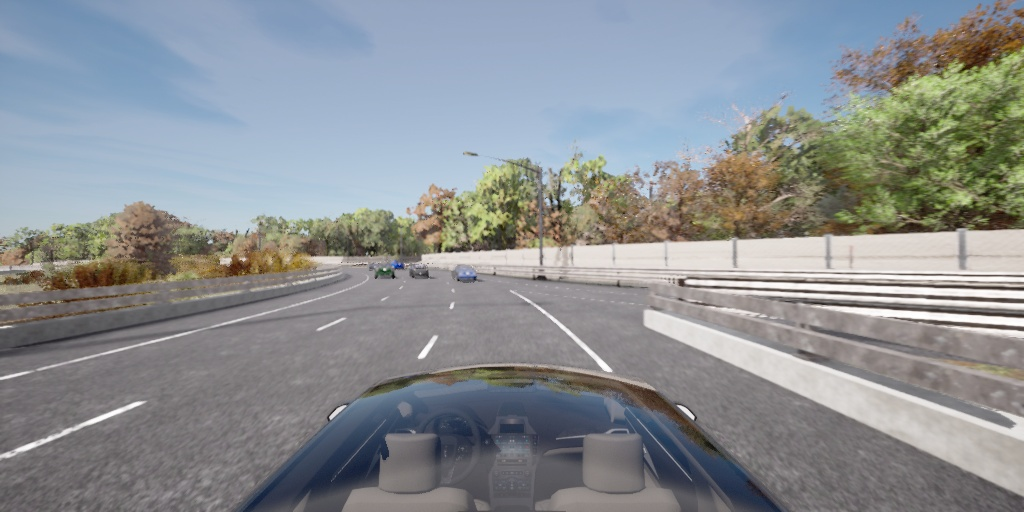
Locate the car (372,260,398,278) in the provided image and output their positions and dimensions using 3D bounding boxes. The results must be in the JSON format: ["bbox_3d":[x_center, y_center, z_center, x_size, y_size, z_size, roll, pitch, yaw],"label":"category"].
[{"bbox_3d":[-14.660,1.552,41.247,2.097,1.767,4.553,0,0,-21],"label":"car"}]

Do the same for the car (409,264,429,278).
[{"bbox_3d":[-10.466,1.643,40.094,2.128,1.511,4.902,0,-1,-20],"label":"car"}]

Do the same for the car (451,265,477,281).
[{"bbox_3d":[-4.587,1.596,33.884,2.033,1.411,5.357,0,0,-17],"label":"car"}]
